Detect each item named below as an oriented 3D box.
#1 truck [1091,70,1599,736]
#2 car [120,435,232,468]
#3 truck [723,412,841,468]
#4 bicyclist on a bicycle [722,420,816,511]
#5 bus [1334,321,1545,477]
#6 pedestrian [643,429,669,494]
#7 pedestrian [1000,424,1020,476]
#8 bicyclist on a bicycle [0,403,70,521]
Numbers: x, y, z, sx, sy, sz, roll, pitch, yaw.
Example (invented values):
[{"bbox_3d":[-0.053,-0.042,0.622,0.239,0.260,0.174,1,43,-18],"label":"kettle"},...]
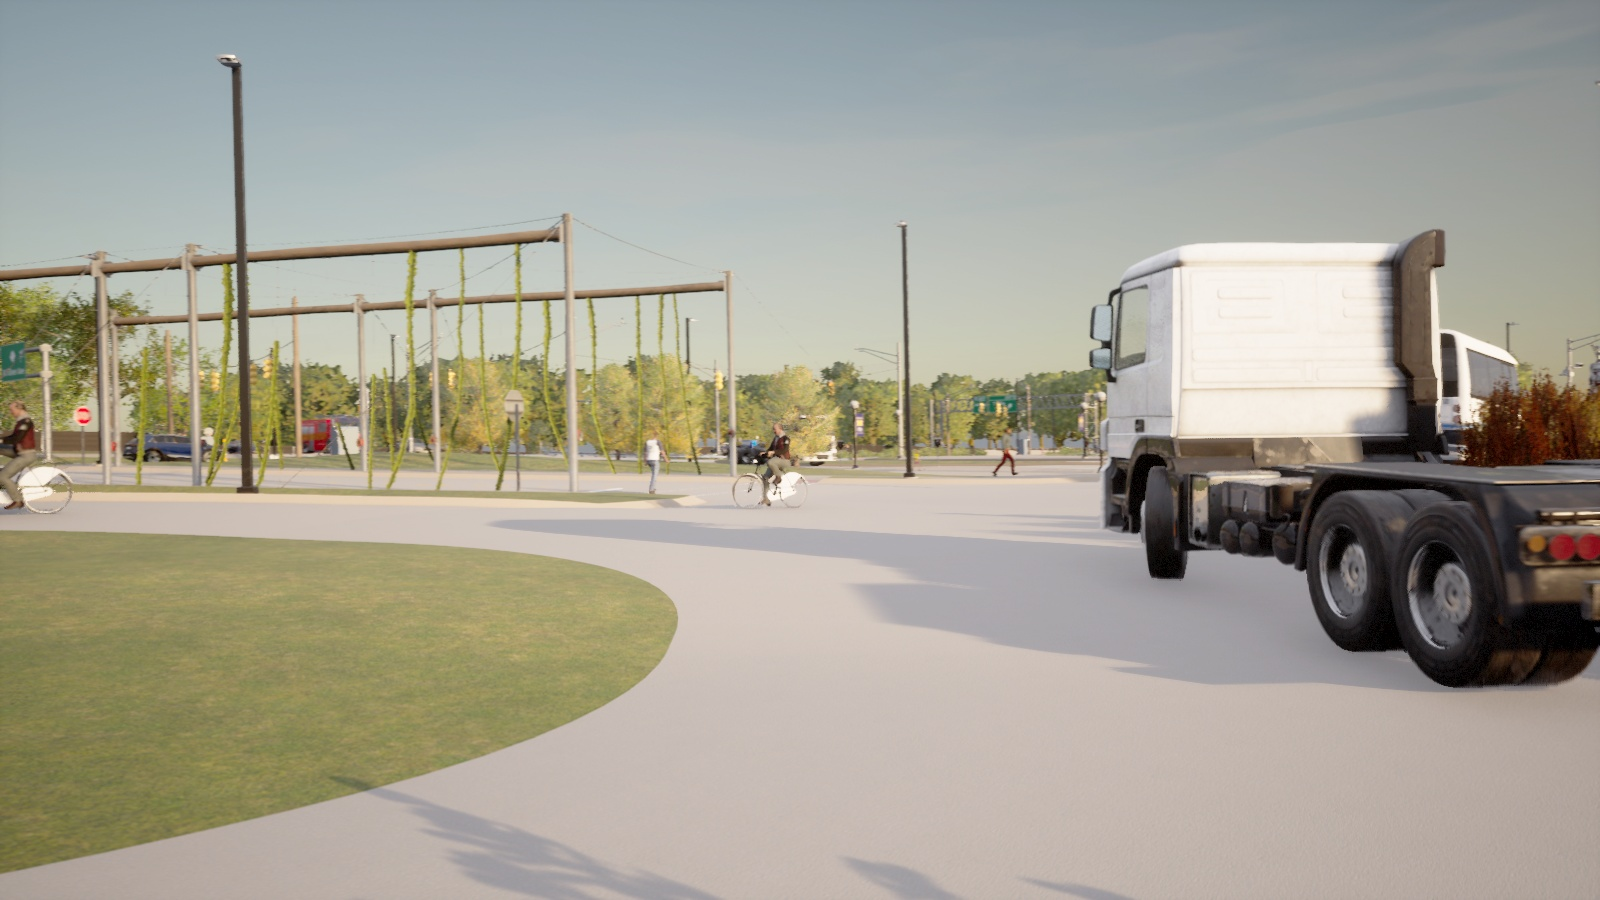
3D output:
[{"bbox_3d":[5.068,-0.376,10.580,2.891,3.462,7.936,-1,2,-4],"label":"truck"},{"bbox_3d":[-32.591,0.111,65.663,2.033,1.649,4.856,-1,-1,42],"label":"car"},{"bbox_3d":[-1.239,-0.677,81.594,7.936,3.462,2.891,1,1,44],"label":"truck"},{"bbox_3d":[-0.618,0.325,25.352,1.843,1.776,0.659,1,-1,-36],"label":"bicyclist on a bicycle"},{"bbox_3d":[20.267,-1.333,39.330,3.944,4.253,10.273,-1,-1,38],"label":"bus"},{"bbox_3d":[-4.125,0.334,35.912,0.354,1.836,0.706,-1,1,29],"label":"pedestrian"},{"bbox_3d":[7.507,-0.008,44.933,0.614,1.847,0.353,-1,1,18],"label":"pedestrian"},{"bbox_3d":[-12.241,0.176,19.139,1.843,1.776,0.659,1,1,-37],"label":"bicyclist on a bicycle"}]
